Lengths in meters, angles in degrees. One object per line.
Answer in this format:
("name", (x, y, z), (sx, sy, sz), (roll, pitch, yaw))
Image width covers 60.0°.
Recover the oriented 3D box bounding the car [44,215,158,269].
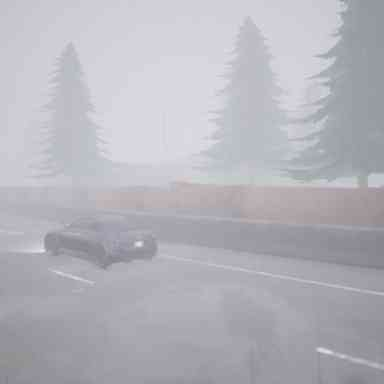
("car", (-3.080, 1.460, 10.942), (4.181, 1.385, 1.994), (1, 1, 40))
